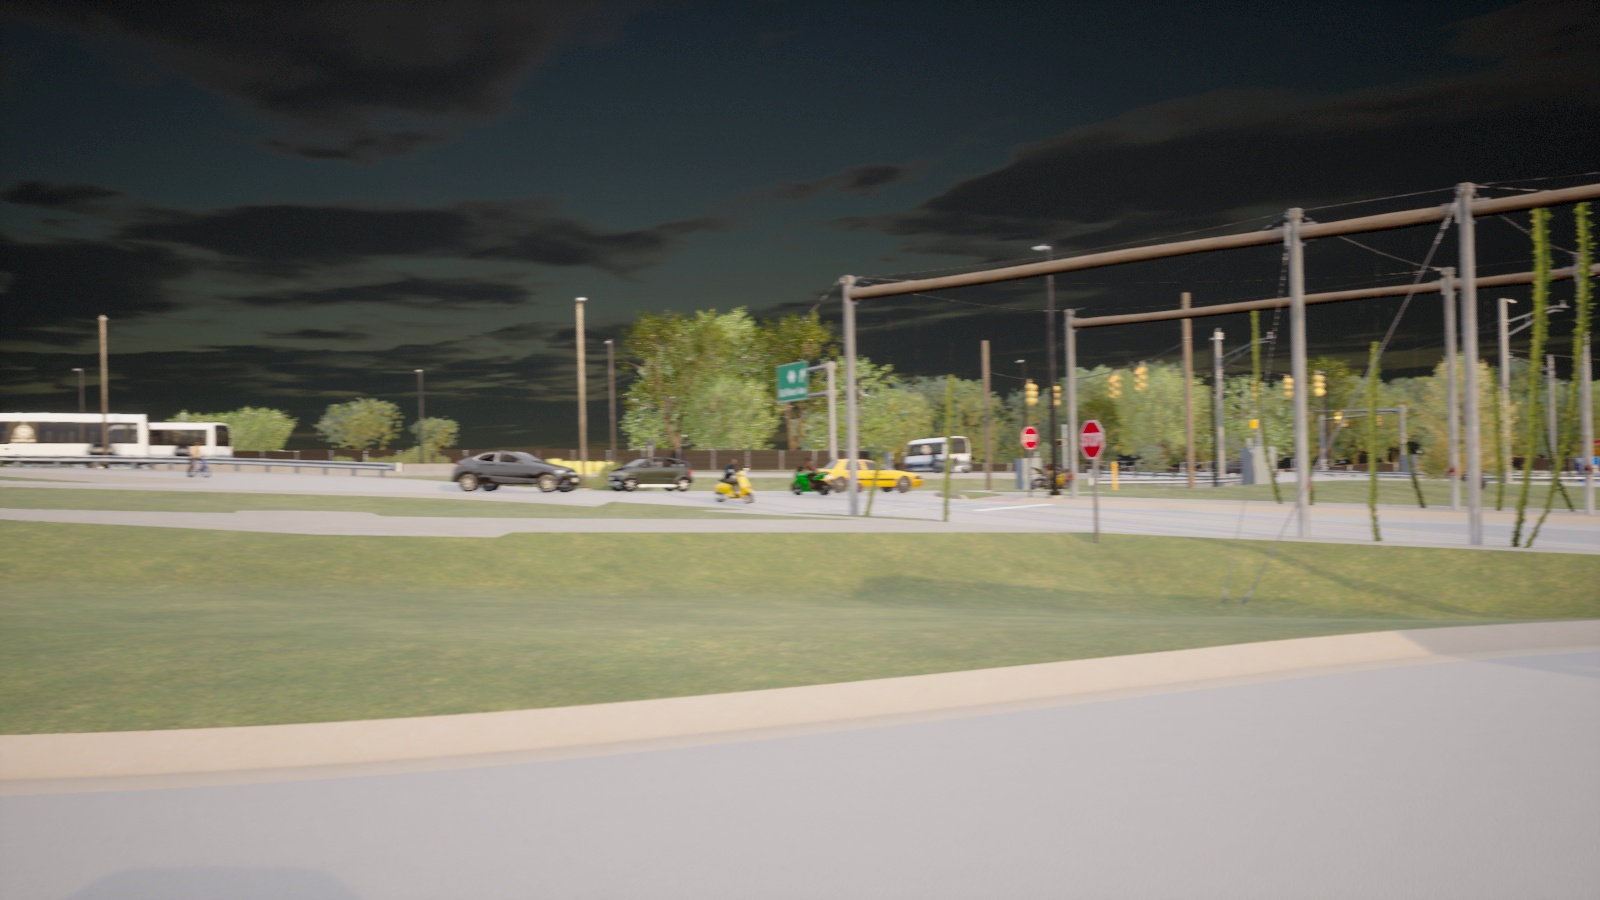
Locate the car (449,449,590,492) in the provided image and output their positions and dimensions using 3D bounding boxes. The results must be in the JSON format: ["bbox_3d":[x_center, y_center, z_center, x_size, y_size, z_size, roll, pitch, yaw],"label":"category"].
[{"bbox_3d":[-11.156,0.818,50.114,5.027,1.651,2.152,0,-1,12],"label":"car"}]

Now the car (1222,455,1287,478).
[{"bbox_3d":[30.643,1.143,84.740,1.816,1.474,4.193,0,-1,-21],"label":"car"}]

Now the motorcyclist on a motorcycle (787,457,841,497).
[{"bbox_3d":[0.539,1.039,48.652,2.044,1.523,0.797,0,1,42],"label":"motorcyclist on a motorcycle"}]

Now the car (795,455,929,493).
[{"bbox_3d":[2.634,1.011,53.072,5.366,1.575,1.801,0,-1,-21],"label":"car"}]

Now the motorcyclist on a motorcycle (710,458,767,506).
[{"bbox_3d":[-2.134,1.102,43.654,1.817,1.590,0.866,0,2,38],"label":"motorcyclist on a motorcycle"}]

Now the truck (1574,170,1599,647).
[{"bbox_3d":[10.351,-0.342,8.254,8.468,3.827,2.891,0,0,12],"label":"truck"}]

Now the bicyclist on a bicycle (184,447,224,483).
[{"bbox_3d":[-27.347,0.684,57.620,1.509,1.612,0.866,1,1,25],"label":"bicyclist on a bicycle"}]

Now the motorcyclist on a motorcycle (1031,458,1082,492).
[{"bbox_3d":[11.639,1.131,56.987,2.191,1.530,0.866,0,-1,-24],"label":"motorcyclist on a motorcycle"}]

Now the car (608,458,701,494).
[{"bbox_3d":[-6.495,1.156,55.936,3.705,1.549,1.789,1,-1,-29],"label":"car"}]

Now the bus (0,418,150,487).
[{"bbox_3d":[-47.682,0.190,80.636,10.273,4.253,3.944,0,-1,-24],"label":"bus"}]
